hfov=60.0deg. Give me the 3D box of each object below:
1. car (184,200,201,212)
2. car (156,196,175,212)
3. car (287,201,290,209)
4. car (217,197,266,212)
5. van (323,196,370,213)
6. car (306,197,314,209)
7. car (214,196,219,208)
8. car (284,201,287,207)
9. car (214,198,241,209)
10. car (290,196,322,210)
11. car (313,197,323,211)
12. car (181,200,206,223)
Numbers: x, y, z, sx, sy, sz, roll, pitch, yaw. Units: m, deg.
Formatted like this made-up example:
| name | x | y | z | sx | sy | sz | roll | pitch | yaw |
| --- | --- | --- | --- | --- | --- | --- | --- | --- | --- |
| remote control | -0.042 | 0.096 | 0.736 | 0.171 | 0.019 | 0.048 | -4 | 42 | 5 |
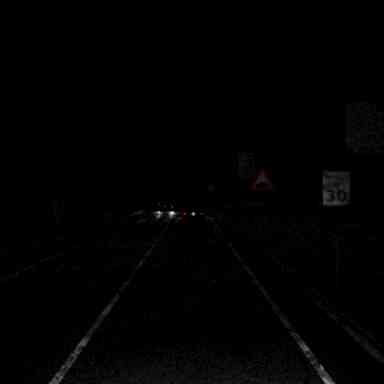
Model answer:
| name | x | y | z | sx | sy | sz | roll | pitch | yaw |
| --- | --- | --- | --- | --- | --- | --- | --- | --- | --- |
| car | 0.070 | 1.728 | 42.872 | 2.128 | 1.511 | 4.902 | 0 | -1 | 0 |
| car | -3.370 | 1.477 | 43.732 | 2.150 | 2.045 | 5.566 | 0 | -1 | 0 |
| car | 18.432 | 1.980 | 53.297 | 4.892 | 1.521 | 2.231 | 0 | -2 | -1 |
| car | 6.101 | 1.651 | 39.889 | 5.366 | 1.575 | 1.946 | 0 | -1 | 0 |
| van | 18.442 | 1.420 | 39.341 | 4.442 | 1.987 | 1.878 | 0 | -1 | 0 |
| car | 18.702 | 1.751 | 44.793 | 5.366 | 1.575 | 1.946 | 0 | -1 | 0 |
| car | 6.213 | 1.686 | 52.040 | 5.566 | 2.045 | 2.435 | 0 | -2 | -1 |
| car | 18.377 | 1.811 | 55.973 | 5.566 | 2.045 | 2.435 | 0 | -2 | -1 |
| car | 6.142 | 1.999 | 57.986 | 4.553 | 1.767 | 2.185 | 0 | -2 | -1 |
| car | 18.444 | 1.644 | 50.513 | 5.566 | 2.045 | 2.435 | 0 | -2 | -1 |
| car | 18.722 | 1.695 | 42.133 | 5.366 | 1.575 | 1.946 | 0 | -1 | 0 |
| car | 0.110 | 1.586 | 25.699 | 2.033 | 1.411 | 5.357 | 0 | 0 | 0 |
